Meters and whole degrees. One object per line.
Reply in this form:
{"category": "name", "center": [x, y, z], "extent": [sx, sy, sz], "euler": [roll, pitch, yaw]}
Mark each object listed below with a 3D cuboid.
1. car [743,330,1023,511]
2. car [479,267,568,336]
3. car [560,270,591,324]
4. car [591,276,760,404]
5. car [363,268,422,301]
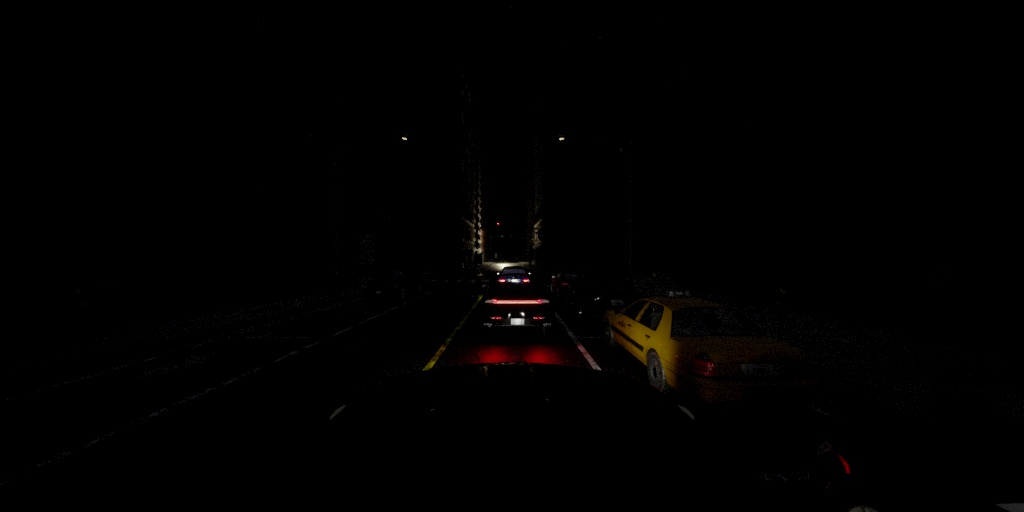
{"category": "car", "center": [2.872, 1.301, 0.669], "extent": [2.007, 1.370, 4.403], "euler": [0, 0, 0]}
{"category": "car", "center": [0.108, 1.239, 10.367], "extent": [2.128, 1.511, 4.902], "euler": [0, 0, 0]}
{"category": "car", "center": [2.880, 1.312, 11.841], "extent": [1.948, 1.339, 4.313], "euler": [0, 0, 0]}
{"category": "car", "center": [2.877, 1.274, 6.425], "extent": [1.751, 1.417, 4.829], "euler": [0, 0, 0]}
{"category": "car", "center": [-5.661, 1.289, 17.430], "extent": [1.888, 1.381, 4.507], "euler": [0, 0, 0]}
